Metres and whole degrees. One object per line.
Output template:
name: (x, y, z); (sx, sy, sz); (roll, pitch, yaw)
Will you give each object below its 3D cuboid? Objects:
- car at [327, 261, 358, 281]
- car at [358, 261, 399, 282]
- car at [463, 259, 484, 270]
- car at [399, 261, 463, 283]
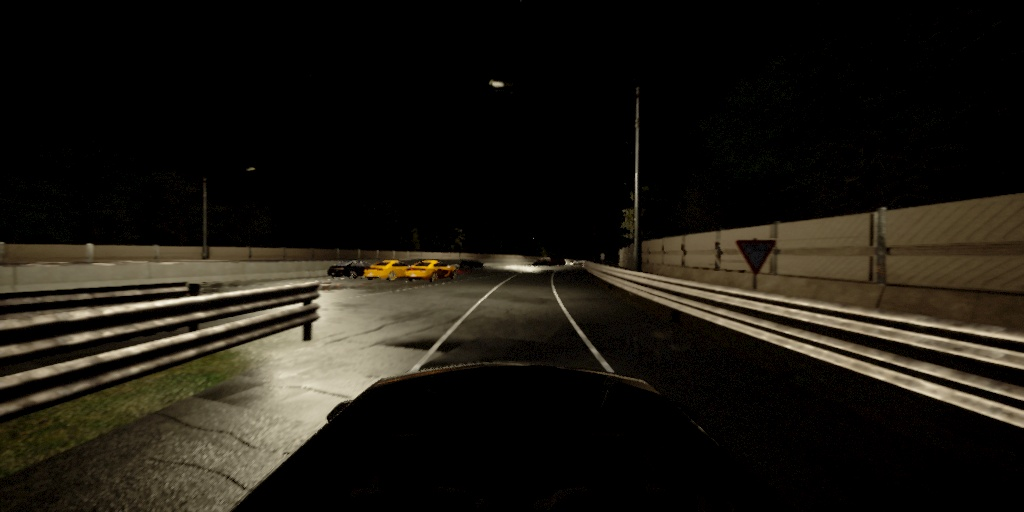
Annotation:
car: (-12.440, 1.128, 28.811); (2.128, 1.511, 4.902); (0, 0, 19)
car: (-9.133, 1.121, 27.663); (1.882, 1.535, 5.008); (0, 0, 19)
car: (-5.476, 1.125, 48.847); (2.128, 1.511, 4.902); (0, 0, 19)
car: (-5.829, 1.112, 26.513); (1.882, 1.535, 5.008); (0, 0, 19)
